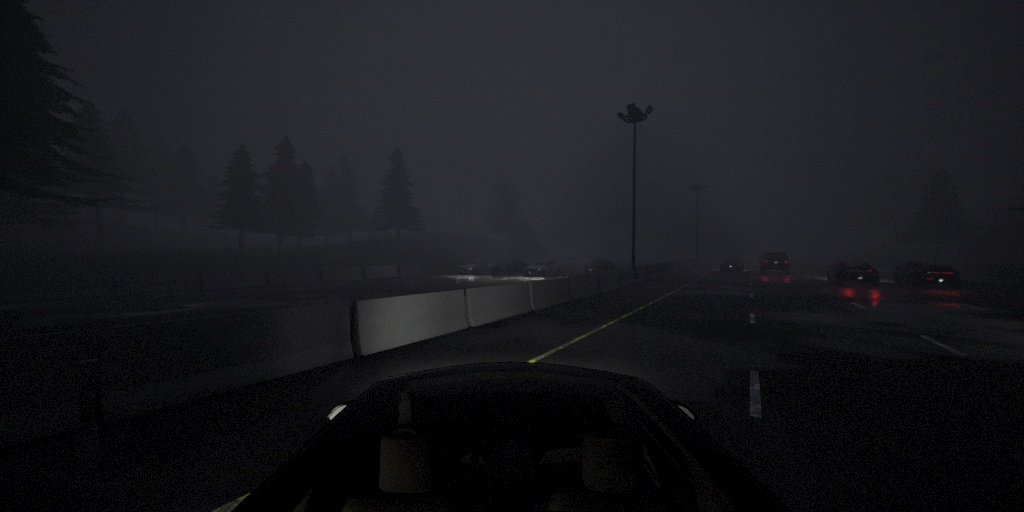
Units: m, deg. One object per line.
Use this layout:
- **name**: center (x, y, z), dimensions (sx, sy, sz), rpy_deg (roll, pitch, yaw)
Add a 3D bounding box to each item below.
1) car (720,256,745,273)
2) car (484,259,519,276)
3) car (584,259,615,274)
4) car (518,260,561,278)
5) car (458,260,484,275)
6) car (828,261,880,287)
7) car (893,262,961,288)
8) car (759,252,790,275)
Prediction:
- **car**: center (22.520, 0.955, 36.778), dimensions (1.994, 1.385, 4.181), rpy_deg (0, 1, 34)
- **car**: center (-0.140, 1.069, 34.589), dimensions (1.882, 1.535, 5.008), rpy_deg (0, 1, 34)
- **car**: center (8.579, 1.023, 34.991), dimensions (2.128, 1.511, 4.902), rpy_deg (0, 1, 34)
- **car**: center (2.844, 1.118, 32.758), dimensions (1.812, 1.442, 4.674), rpy_deg (0, 1, 34)
- **car**: center (-3.418, 1.122, 35.991), dimensions (1.812, 1.442, 4.674), rpy_deg (0, 1, 34)
- **car**: center (21.752, 1.067, 22.980), dimensions (2.128, 1.511, 4.902), rpy_deg (0, 0, 34)
- **car**: center (25.353, 1.071, 22.066), dimensions (1.837, 1.490, 4.892), rpy_deg (0, 1, 34)
- **car**: center (25.060, 0.627, 34.274), dimensions (2.150, 2.045, 5.566), rpy_deg (0, 1, 34)
